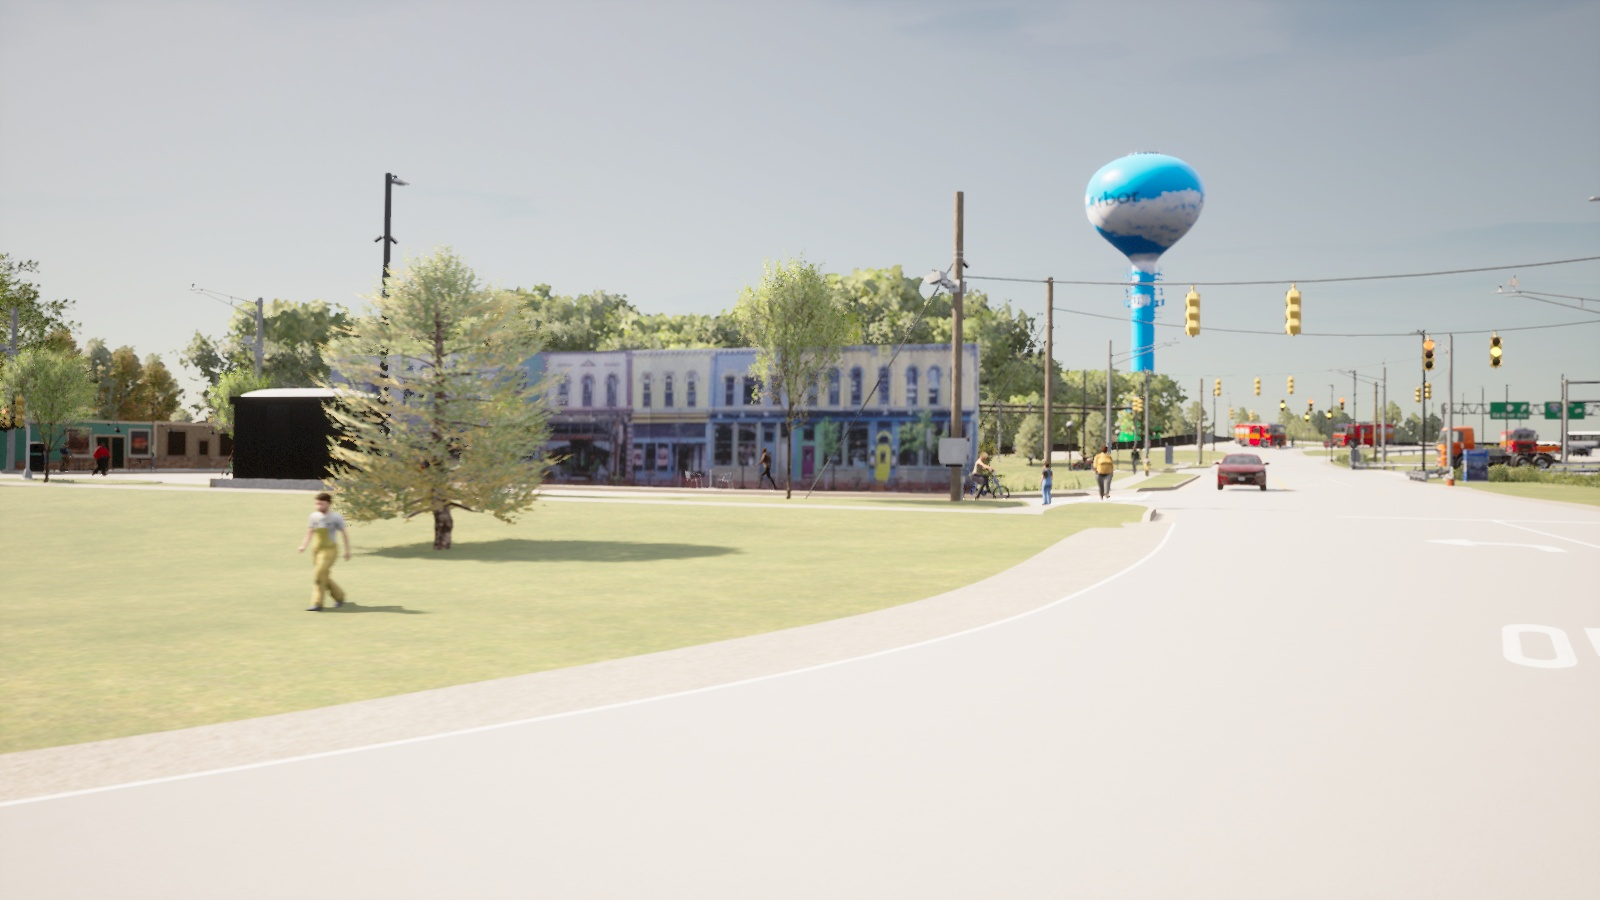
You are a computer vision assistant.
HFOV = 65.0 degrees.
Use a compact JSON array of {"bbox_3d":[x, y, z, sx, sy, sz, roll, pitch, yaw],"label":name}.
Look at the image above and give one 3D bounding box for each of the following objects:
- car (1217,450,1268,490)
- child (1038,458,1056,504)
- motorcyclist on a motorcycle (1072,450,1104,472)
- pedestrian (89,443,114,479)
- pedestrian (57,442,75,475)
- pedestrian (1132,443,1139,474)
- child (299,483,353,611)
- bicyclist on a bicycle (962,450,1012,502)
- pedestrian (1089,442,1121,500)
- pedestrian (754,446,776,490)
[{"bbox_3d":[18.118,0.778,51.420,1.882,1.535,5.008,0,0,20],"label":"car"},{"bbox_3d":[6.959,0.873,35.432,0.270,1.263,0.437,1,-1,-28],"label":"child"},{"bbox_3d":[22.074,0.847,96.113,2.350,1.649,0.766,0,0,15],"label":"motorcyclist on a motorcycle"},{"bbox_3d":[-35.399,0.565,63.651,0.899,1.844,0.634,0,-1,14],"label":"pedestrian"},{"bbox_3d":[-43.338,0.505,74.134,0.423,1.949,0.788,0,-1,21],"label":"pedestrian"},{"bbox_3d":[20.423,0.523,76.498,0.353,1.847,0.614,0,-1,18],"label":"pedestrian"},{"bbox_3d":[-4.797,0.965,12.720,0.270,1.263,0.437,0,-1,19],"label":"child"},{"bbox_3d":[5.982,0.833,40.258,1.509,1.612,0.866,-1,-1,6],"label":"bicyclist on a bicycle"},{"bbox_3d":[9.915,0.668,40.868,0.874,1.855,0.900,0,-1,4],"label":"pedestrian"},{"bbox_3d":[-1.454,0.750,52.144,0.869,1.805,0.328,0,-1,15],"label":"pedestrian"}]
